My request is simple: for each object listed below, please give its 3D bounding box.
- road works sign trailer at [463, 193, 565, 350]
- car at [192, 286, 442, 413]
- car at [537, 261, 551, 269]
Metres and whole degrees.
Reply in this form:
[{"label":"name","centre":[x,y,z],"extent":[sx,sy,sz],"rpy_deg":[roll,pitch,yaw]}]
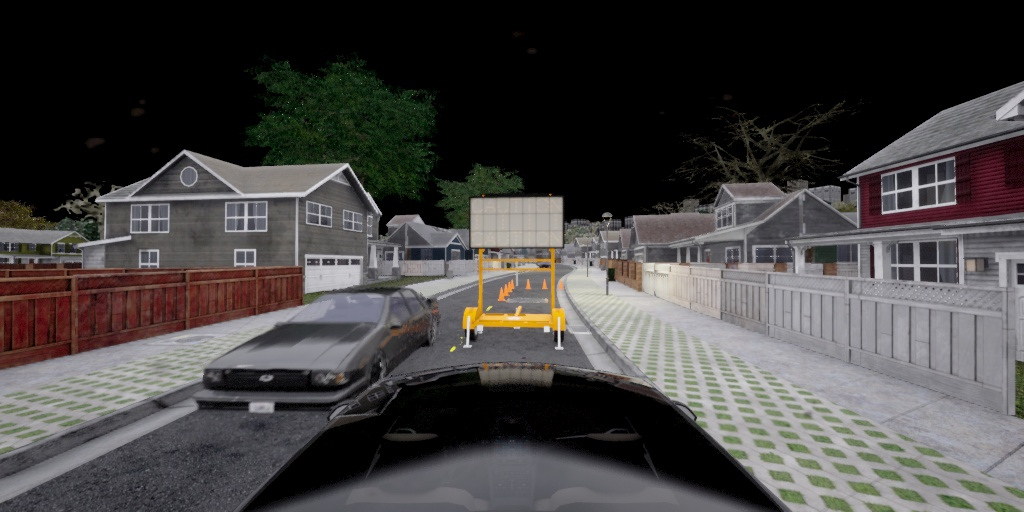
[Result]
[{"label":"road works sign trailer","centre":[0.130,0.219,9.167],"extent":[2.380,3.560,2.880],"rpy_deg":[0,0,5]},{"label":"car","centre":[-2.697,1.301,6.658],"extent":[2.033,1.411,5.357],"rpy_deg":[0,0,2]},{"label":"car","centre":[5.145,1.209,55.287],"extent":[2.097,1.767,4.553],"rpy_deg":[0,0,10]}]
